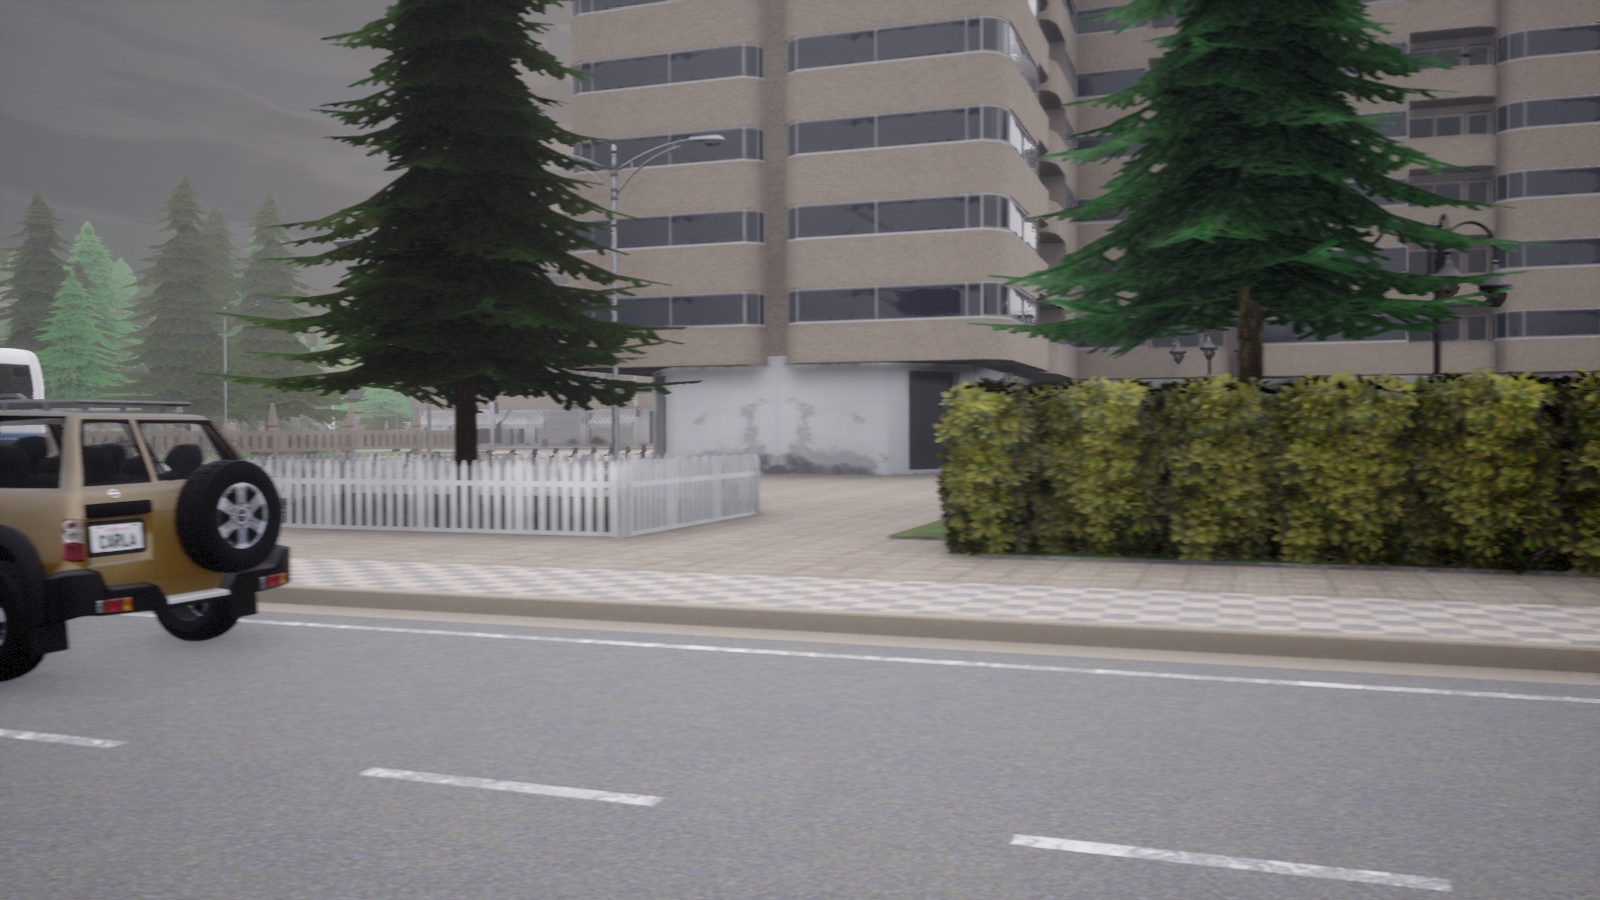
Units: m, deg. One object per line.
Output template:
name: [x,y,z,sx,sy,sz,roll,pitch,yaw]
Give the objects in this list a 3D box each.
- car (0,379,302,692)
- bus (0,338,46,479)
car: [-6.167,0.473,9.116,4.605,1.855,1.932,1,1,19]
bus: [-27.151,-1.218,35.063,3.944,4.253,10.273,1,1,19]
